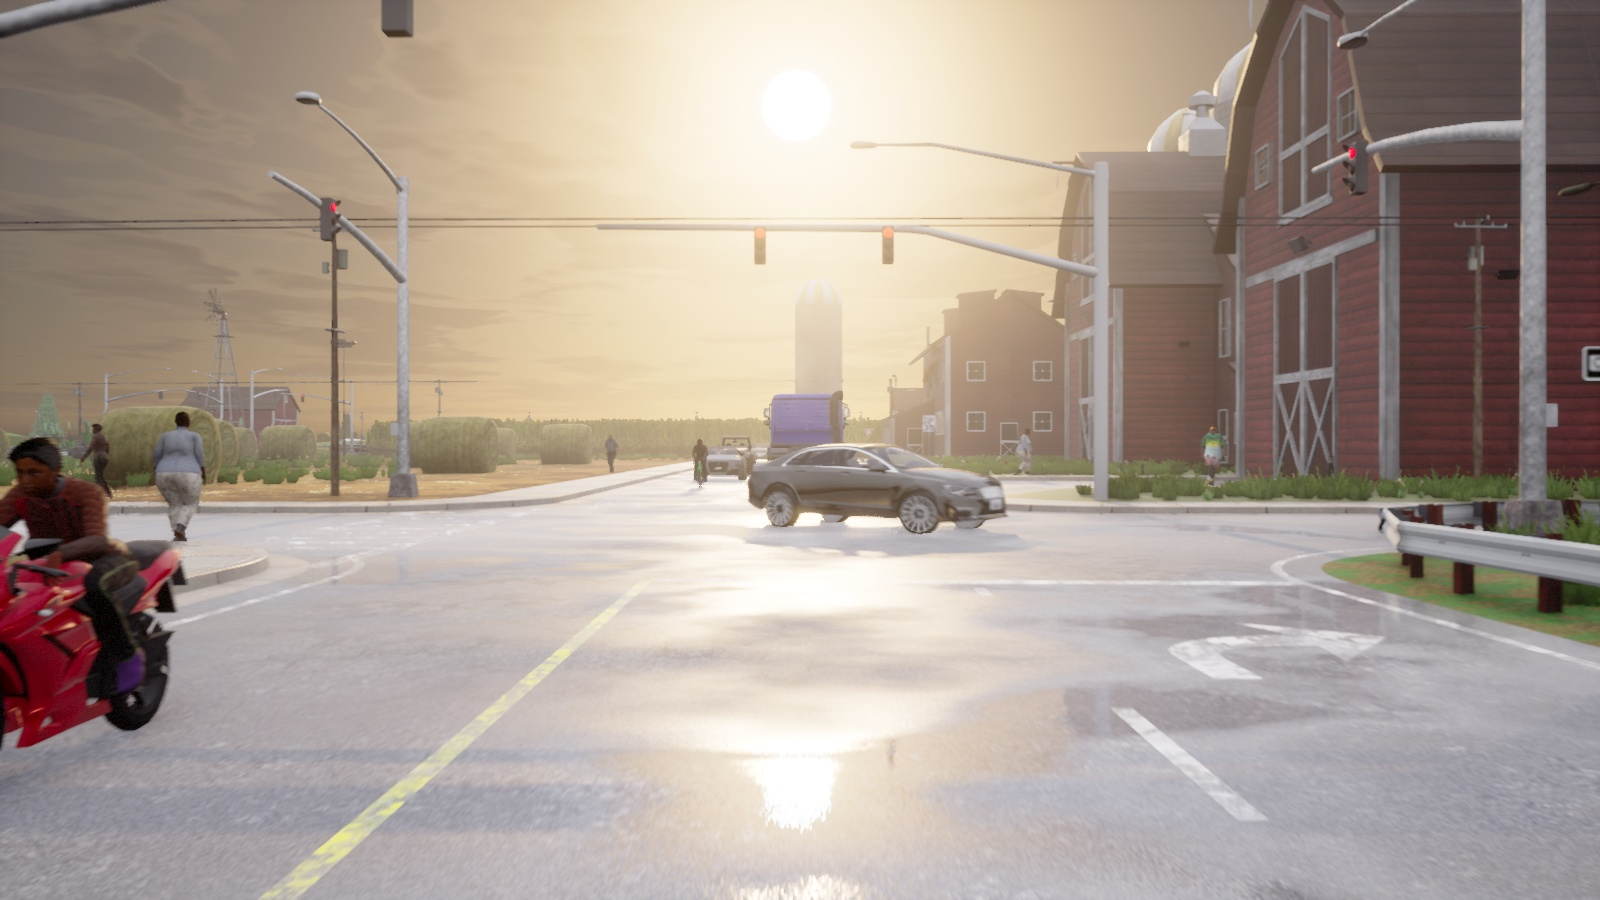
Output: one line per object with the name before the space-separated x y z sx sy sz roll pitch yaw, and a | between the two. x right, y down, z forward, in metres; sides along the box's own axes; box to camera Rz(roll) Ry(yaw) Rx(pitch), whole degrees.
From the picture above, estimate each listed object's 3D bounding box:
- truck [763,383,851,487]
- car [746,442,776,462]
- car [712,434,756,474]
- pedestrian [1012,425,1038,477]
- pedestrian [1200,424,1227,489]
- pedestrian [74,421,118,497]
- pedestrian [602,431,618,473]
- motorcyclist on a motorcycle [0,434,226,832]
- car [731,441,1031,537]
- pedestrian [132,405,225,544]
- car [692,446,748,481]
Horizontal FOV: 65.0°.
truck | 0.258 -0.502 45.549 2.891 3.462 7.936 0 0 0
car | -2.970 0.159 96.419 2.128 1.511 4.902 0 0 0
car | -3.162 0.200 60.729 1.905 1.878 3.866 0 0 0
pedestrian | 8.259 0.033 46.128 0.900 1.855 0.874 0 0 11
pedestrian | 12.595 0.186 38.268 0.659 1.952 0.873 0 0 11
pedestrian | -16.864 0.219 30.099 0.869 1.805 0.328 0 0 4
pedestrian | -8.357 0.089 55.278 0.540 1.848 0.694 0 0 8
motorcyclist on a motorcycle | -3.454 0.694 5.648 0.797 1.523 2.044 0 0 0
car | 1.354 0.597 22.091 4.902 1.511 2.128 0 1 37
pedestrian | -8.518 0.320 17.236 0.874 1.855 0.900 0 0 -5
car | -3.212 0.520 51.256 1.994 1.385 4.181 0 0 0
